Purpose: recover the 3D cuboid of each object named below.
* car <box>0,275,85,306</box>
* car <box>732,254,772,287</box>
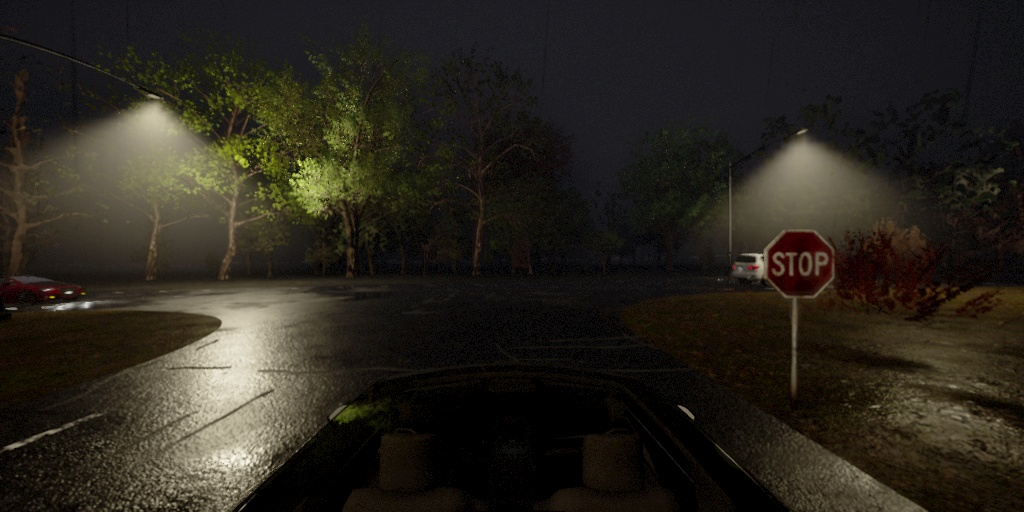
[{"bbox_3d":[-23.518,1.617,17.100,4.181,1.385,1.994,-1,0,-10],"label":"car"},{"bbox_3d":[17.169,0.862,23.125,5.566,2.045,2.150,-1,0,-7],"label":"car"}]
